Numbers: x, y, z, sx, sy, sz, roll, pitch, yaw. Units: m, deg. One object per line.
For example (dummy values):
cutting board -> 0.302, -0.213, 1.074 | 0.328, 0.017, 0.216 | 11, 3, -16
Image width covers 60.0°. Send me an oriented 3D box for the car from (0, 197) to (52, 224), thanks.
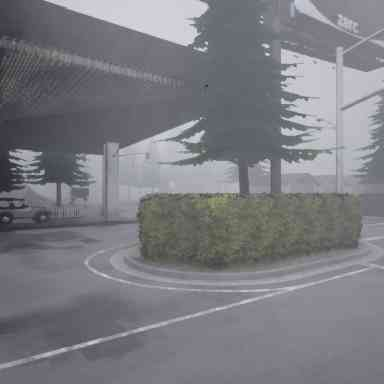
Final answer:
car -> -12.063, 1.313, 23.421 | 3.866, 1.878, 1.905 | 0, 0, -36
